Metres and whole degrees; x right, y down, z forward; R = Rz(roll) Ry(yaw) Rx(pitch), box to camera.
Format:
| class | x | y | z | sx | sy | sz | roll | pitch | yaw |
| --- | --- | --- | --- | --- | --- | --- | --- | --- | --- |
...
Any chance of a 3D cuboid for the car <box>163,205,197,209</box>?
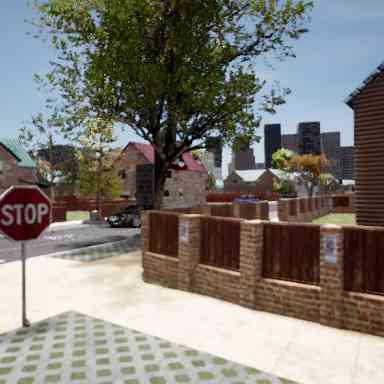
| class | x | y | z | sx | sy | sz | roll | pitch | yaw |
| --- | --- | --- | --- | --- | --- | --- | --- | --- | --- |
| car | -0.338 | 1.451 | 20.916 | 1.895 | 1.301 | 4.718 | -1 | 0 | 32 |

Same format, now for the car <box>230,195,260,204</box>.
| class | x | y | z | sx | sy | sz | roll | pitch | yaw |
| --- | --- | --- | --- | --- | --- | --- | --- | --- | --- |
| car | 5.893 | 1.141 | 36.683 | 2.097 | 1.767 | 4.553 | -1 | 0 | 32 |

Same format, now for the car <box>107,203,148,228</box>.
| class | x | y | z | sx | sy | sz | roll | pitch | yaw |
| --- | --- | --- | --- | --- | --- | --- | --- | --- | --- |
| car | -3.339 | 1.415 | 21.542 | 1.837 | 1.490 | 4.892 | -1 | 0 | 31 |
